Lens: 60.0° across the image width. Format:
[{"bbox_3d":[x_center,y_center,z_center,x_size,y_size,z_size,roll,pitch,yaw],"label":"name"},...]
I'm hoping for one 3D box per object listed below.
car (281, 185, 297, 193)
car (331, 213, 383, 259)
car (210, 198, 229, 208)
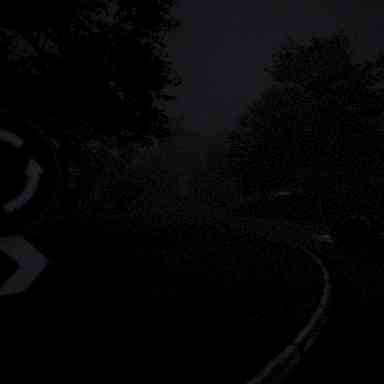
[{"bbox_3d":[23.239,-0.879,79.631,4.553,1.767,2.097,-7,4,-43],"label":"car"},{"bbox_3d":[7.055,1.584,13.038,2.128,1.511,4.902,0,0,4],"label":"car"},{"bbox_3d":[4.399,1.634,52.706,2.128,1.511,4.902,-2,1,26],"label":"car"}]
